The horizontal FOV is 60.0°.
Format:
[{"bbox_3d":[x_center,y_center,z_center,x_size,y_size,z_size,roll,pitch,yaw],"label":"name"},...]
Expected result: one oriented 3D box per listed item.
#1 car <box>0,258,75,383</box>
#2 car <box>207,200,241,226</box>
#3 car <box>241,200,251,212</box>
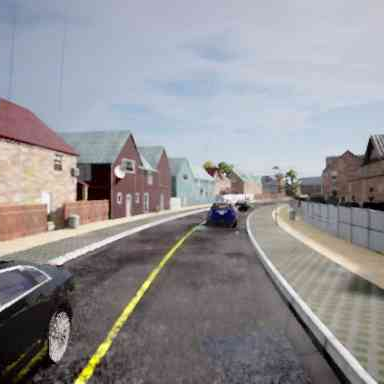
[{"bbox_3d":[-2.693,1.497,3.045,2.128,1.511,4.902,0,0,2],"label":"car"},{"bbox_3d":[2.337,1.459,24.525,2.097,1.767,4.553,0,0,9],"label":"car"},{"bbox_3d":[6.324,1.717,41.969,1.994,1.385,4.181,0,0,16],"label":"car"}]
